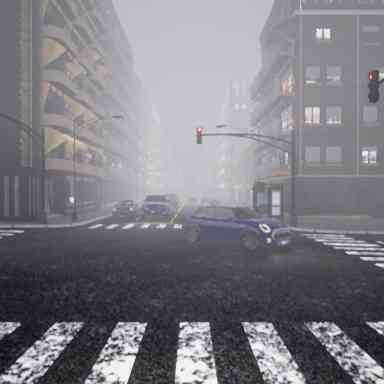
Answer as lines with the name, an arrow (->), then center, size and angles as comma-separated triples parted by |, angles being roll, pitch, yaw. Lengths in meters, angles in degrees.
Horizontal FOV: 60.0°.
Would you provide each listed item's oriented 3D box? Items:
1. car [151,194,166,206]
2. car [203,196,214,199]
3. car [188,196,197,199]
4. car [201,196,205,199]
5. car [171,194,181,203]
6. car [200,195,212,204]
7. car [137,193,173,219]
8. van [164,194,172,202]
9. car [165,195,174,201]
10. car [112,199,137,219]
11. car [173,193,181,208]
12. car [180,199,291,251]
car -> -5.737, 1.311, 57.333 | 2.192, 1.841, 5.009 | 0, 0, 0
car -> 2.657, 1.547, 40.419 | 2.008, 1.369, 4.403 | 0, 0, 0
car -> 0.046, 1.559, 69.642 | 1.994, 1.385, 4.181 | 0, 0, 0
car -> 2.653, 1.541, 46.057 | 1.887, 1.381, 4.507 | 0, 0, 0
car -> -3.048, 1.213, 63.969 | 1.837, 1.490, 4.892 | 0, 0, 0
car -> 2.640, 1.436, 62.974 | 1.967, 1.590, 4.097 | 0, 0, 0
car -> -3.122, 1.218, 29.127 | 2.150, 2.045, 5.566 | 0, 0, 0
van -> -5.753, 1.335, 79.889 | 1.690, 1.788, 3.998 | 0, 0, 0
car -> -5.757, 1.544, 85.528 | 2.008, 1.369, 4.403 | 0, 0, 0
car -> -5.715, 1.437, 29.140 | 1.967, 1.590, 4.097 | 0, 0, 0
car -> -3.130, 1.219, 47.734 | 2.150, 2.045, 5.566 | 0, 0, 0
car -> 1.872, 1.350, 14.301 | 4.553, 1.767, 2.097 | 0, 0, 43
